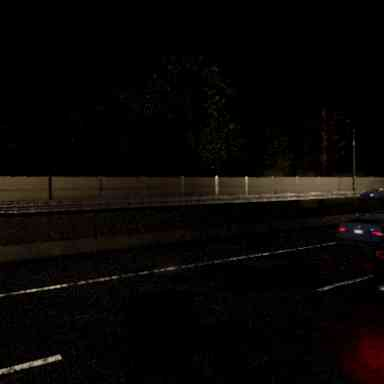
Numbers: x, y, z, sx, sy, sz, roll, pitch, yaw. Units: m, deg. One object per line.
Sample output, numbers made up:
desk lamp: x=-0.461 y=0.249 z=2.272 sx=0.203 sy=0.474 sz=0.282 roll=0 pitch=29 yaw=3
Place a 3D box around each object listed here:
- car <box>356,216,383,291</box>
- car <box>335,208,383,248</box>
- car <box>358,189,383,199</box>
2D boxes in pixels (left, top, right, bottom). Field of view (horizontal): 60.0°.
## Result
car: x=5.834 y=1.282 z=6.834 sx=5.008 sy=1.535 sz=1.882 roll=-2 pitch=1 yaw=-31
car: x=7.441 y=1.256 z=11.857 sx=5.357 sy=1.411 sz=2.033 roll=-1 pitch=1 yaw=-31
car: x=22.828 y=0.396 z=41.549 sx=4.553 sy=1.767 sz=2.097 roll=-2 pitch=1 yaw=-30
